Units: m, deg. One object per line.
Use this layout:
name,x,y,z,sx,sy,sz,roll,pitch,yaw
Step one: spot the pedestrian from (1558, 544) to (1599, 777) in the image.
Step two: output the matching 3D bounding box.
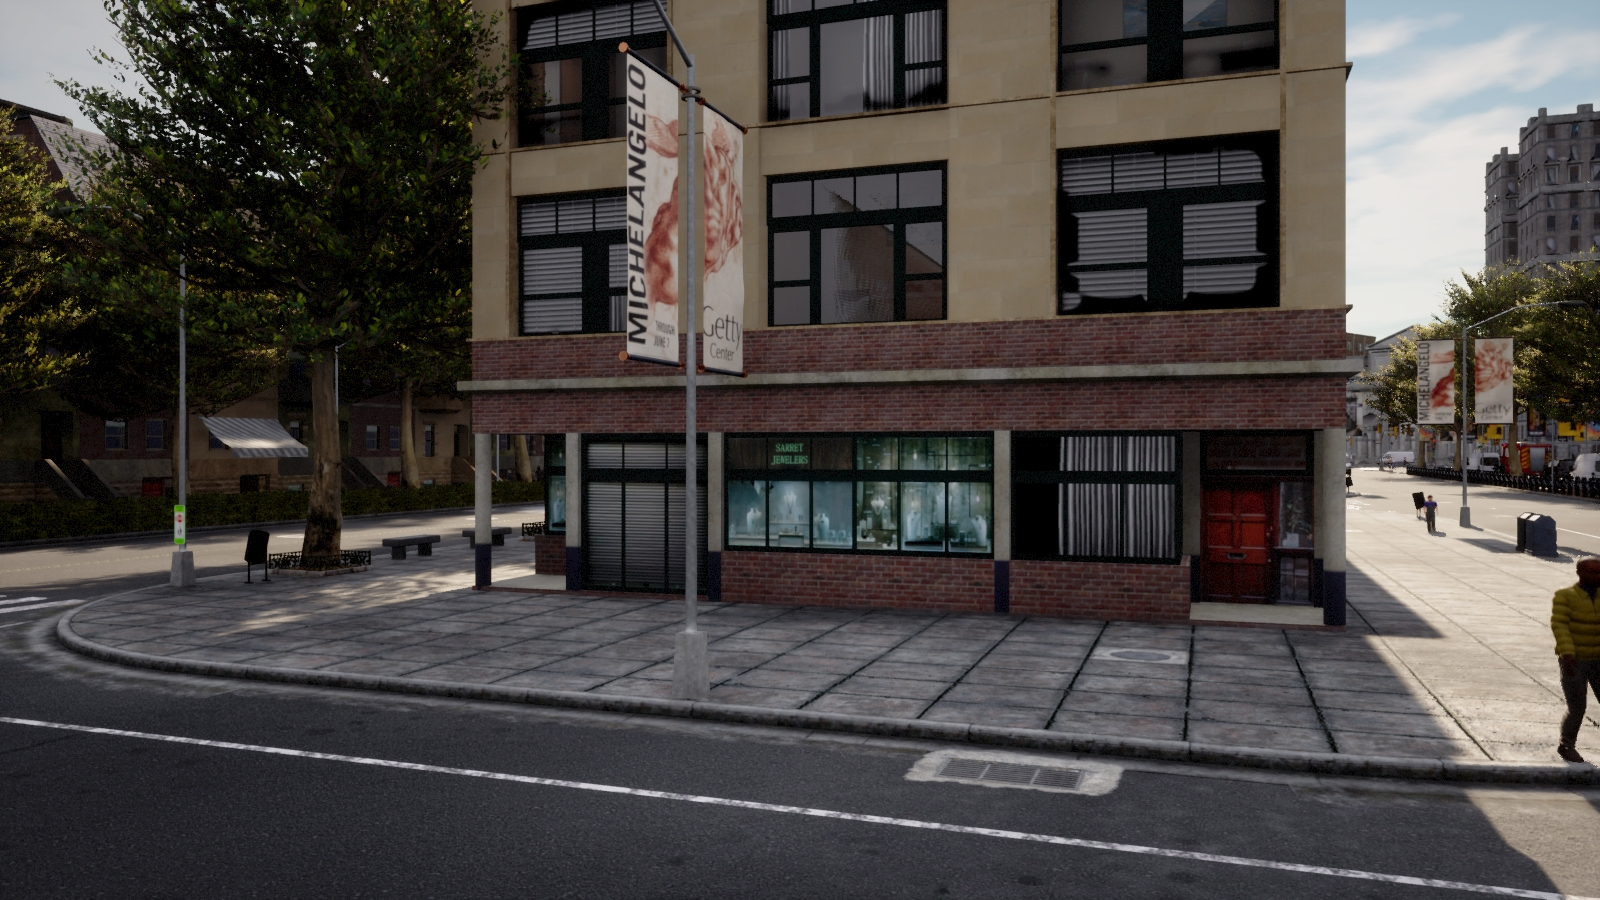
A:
pedestrian,6.579,1.724,9.455,0.375,1.860,0.375,0,0,3

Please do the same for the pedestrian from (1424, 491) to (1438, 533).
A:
pedestrian,20.089,1.974,36.370,0.375,1.300,0.375,0,0,26

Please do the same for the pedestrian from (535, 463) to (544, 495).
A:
pedestrian,-15.379,1.709,67.442,0.375,1.860,0.375,0,0,17
